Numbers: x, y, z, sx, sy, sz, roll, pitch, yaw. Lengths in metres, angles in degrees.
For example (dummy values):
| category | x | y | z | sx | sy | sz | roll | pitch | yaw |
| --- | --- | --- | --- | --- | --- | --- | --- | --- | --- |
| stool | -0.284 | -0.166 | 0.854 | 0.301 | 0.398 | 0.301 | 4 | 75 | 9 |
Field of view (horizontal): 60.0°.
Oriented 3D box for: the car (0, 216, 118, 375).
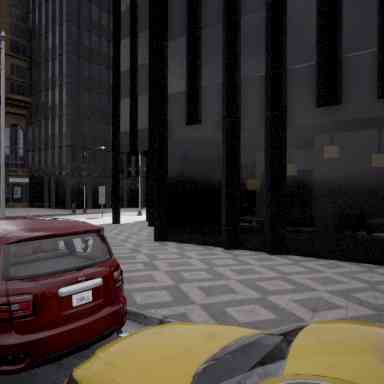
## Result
| category | x | y | z | sx | sy | sz | roll | pitch | yaw |
| --- | --- | --- | --- | --- | --- | --- | --- | --- | --- |
| car | -3.217 | 1.314 | 5.249 | 5.009 | 1.841 | 2.192 | 0 | 0 | 35 |

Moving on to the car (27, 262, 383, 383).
| category | x | y | z | sx | sy | sz | roll | pitch | yaw |
| --- | --- | --- | --- | --- | --- | --- | --- | --- | --- |
| car | 1.064 | 1.525 | 2.200 | 4.829 | 1.417 | 1.752 | 0 | 0 | 35 |
